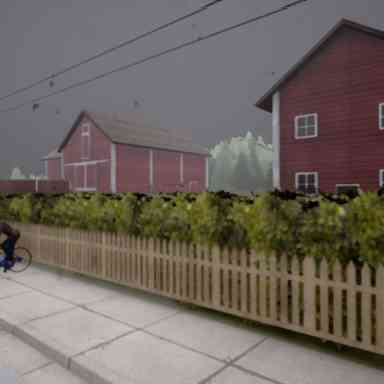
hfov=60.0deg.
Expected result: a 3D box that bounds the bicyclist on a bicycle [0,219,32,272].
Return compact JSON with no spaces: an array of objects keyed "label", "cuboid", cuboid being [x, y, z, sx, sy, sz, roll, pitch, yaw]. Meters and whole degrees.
[{"label":"bicyclist on a bicycle","cuboid":[-4.993,1.372,8.630,0.582,1.620,1.656,-1,0,40]}]
